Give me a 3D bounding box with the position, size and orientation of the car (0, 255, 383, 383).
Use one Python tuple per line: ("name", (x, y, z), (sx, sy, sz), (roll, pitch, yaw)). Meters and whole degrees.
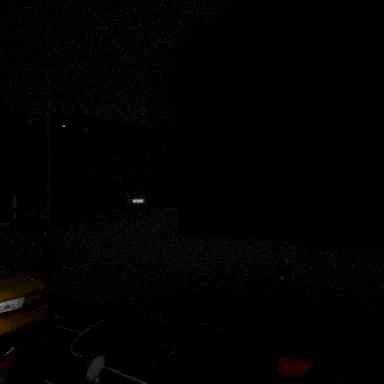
("car", (0.123, 1.450, 2.729), (4.097, 1.590, 1.967), (0, -1, 35))
